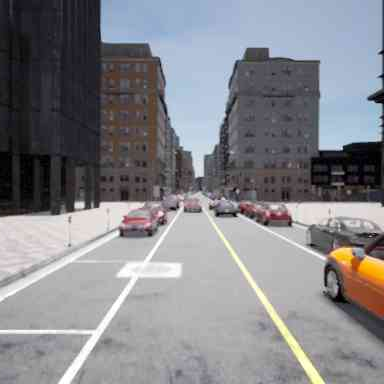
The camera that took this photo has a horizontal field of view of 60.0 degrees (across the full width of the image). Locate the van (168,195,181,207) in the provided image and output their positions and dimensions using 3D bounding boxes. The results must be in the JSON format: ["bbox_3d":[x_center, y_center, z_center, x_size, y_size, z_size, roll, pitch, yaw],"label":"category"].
[{"bbox_3d":[-2.718,1.356,52.101,1.690,1.788,3.998,0,0,0],"label":"van"}]

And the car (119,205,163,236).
[{"bbox_3d":[-2.816,1.589,18.260,1.802,1.307,4.206,0,0,0],"label":"car"}]

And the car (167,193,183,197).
[{"bbox_3d":[-2.734,1.330,46.460,2.192,1.841,5.009,0,0,0],"label":"car"}]

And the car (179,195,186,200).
[{"bbox_3d":[-2.608,1.461,90.257,1.752,1.417,4.829,0,0,0],"label":"car"}]

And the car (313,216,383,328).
[{"bbox_3d":[3.907,1.375,5.454,2.097,1.767,4.553,0,0,0],"label":"car"}]

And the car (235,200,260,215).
[{"bbox_3d":[5.758,1.592,35.130,1.887,1.381,4.507,0,0,0],"label":"car"}]

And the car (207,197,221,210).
[{"bbox_3d":[3.129,1.640,43.740,1.895,1.301,4.718,0,0,1],"label":"car"}]

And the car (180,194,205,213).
[{"bbox_3d":[0.098,1.376,37.503,2.097,1.767,4.553,0,0,0],"label":"car"}]

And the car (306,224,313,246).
[{"bbox_3d":[5.693,1.589,12.573,2.008,1.369,4.403,0,0,0],"label":"car"}]

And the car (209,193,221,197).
[{"bbox_3d":[5.887,1.312,79.065,2.192,1.841,5.009,0,0,0],"label":"car"}]

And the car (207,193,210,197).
[{"bbox_3d":[5.918,1.515,90.378,1.887,1.381,4.507,0,0,0],"label":"car"}]

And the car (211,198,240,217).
[{"bbox_3d":[3.149,1.599,31.760,1.994,1.385,4.181,0,0,1],"label":"car"}]

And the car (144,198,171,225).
[{"bbox_3d":[-2.800,1.449,23.901,1.967,1.590,4.097,0,0,0],"label":"car"}]

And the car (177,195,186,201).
[{"bbox_3d":[-2.624,1.515,84.773,1.947,1.339,4.313,0,0,0],"label":"car"}]

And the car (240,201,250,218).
[{"bbox_3d":[5.742,1.627,29.491,1.802,1.307,4.206,0,0,0],"label":"car"}]

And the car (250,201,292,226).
[{"bbox_3d":[5.726,1.484,23.851,1.967,1.590,4.097,0,0,0],"label":"car"}]

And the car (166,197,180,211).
[{"bbox_3d":[-2.752,1.580,40.820,1.947,1.339,4.313,0,0,0],"label":"car"}]
